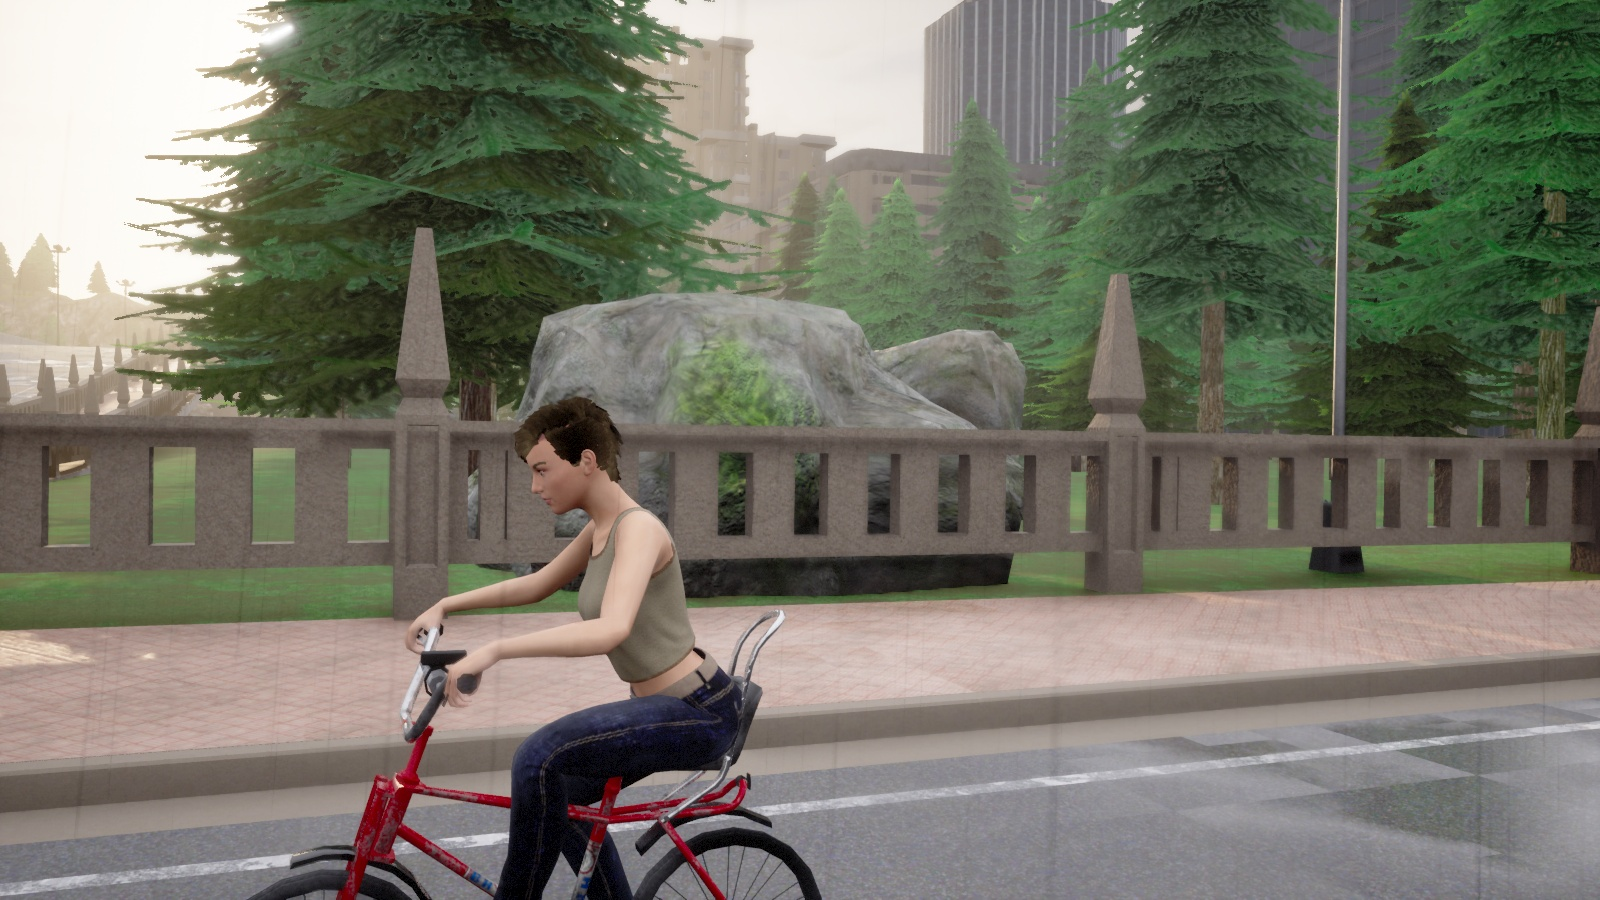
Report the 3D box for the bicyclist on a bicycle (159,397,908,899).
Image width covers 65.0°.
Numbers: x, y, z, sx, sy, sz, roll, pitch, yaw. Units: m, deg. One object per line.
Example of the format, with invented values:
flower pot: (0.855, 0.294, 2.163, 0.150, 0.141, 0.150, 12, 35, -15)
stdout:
bicyclist on a bicycle: (-0.616, 0.692, 2.999, 1.509, 1.612, 0.866, -1, 1, -20)
